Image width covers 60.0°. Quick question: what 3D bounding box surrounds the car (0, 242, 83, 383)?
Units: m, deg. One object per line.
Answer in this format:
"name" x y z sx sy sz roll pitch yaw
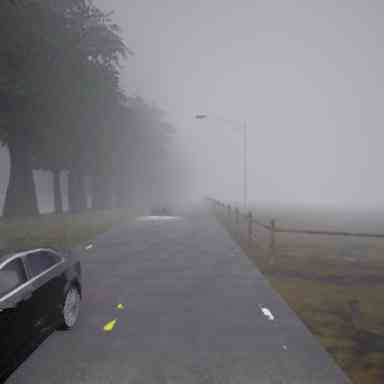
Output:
"car" -2.843 1.472 4.018 2.128 1.511 4.902 0 0 0

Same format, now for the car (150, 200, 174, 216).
"car" -2.764 1.452 31.180 1.994 1.385 4.181 0 0 0
